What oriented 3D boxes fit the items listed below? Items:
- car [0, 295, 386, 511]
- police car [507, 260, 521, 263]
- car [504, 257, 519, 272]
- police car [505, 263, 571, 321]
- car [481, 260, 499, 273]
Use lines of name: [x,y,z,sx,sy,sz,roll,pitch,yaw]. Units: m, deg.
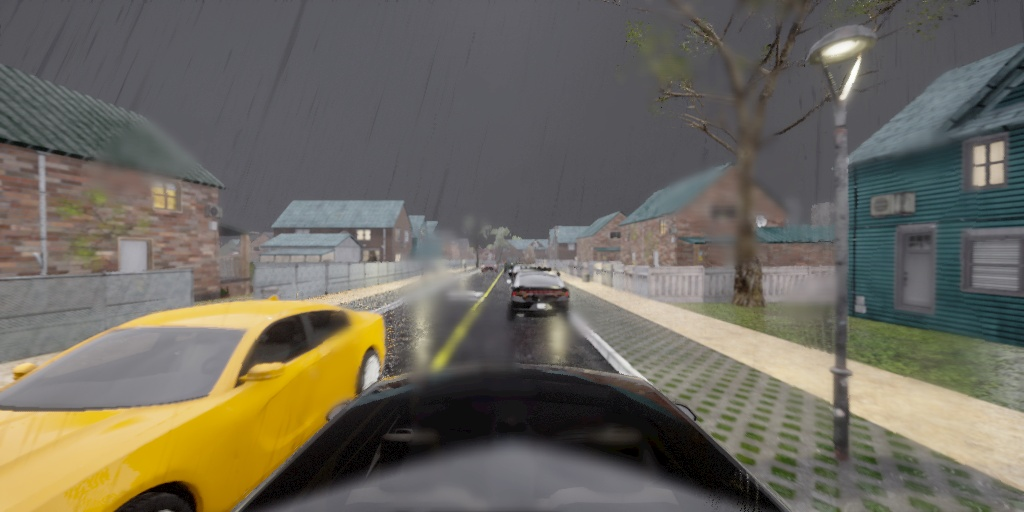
car: [-2.848,1.231,3.462,1.882,1.535,5.008,0,0,0]
police car: [0.834,1.234,22.642,1.930,1.638,5.238,0,0,0]
car: [0.040,1.142,49.140,2.150,2.045,5.566,0,-1,0]
police car: [0.830,1.201,12.640,1.930,1.638,5.238,0,0,0]
car: [-2.817,1.261,46.232,2.097,1.767,4.553,0,0,0]
